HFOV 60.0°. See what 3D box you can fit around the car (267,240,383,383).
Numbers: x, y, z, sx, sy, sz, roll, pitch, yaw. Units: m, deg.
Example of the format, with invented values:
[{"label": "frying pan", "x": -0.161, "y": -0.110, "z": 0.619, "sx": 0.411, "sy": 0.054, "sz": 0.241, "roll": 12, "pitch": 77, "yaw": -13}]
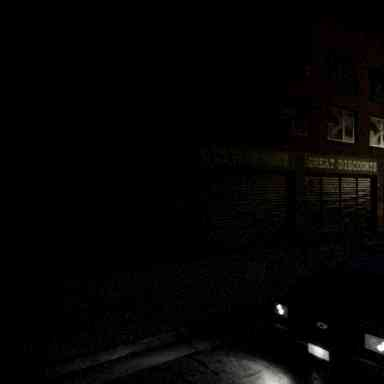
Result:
[{"label": "car", "x": 3.700, "y": 1.547, "z": 5.568, "sx": 5.357, "sy": 1.411, "sz": 2.033, "roll": 0, "pitch": 0, "yaw": -35}]
